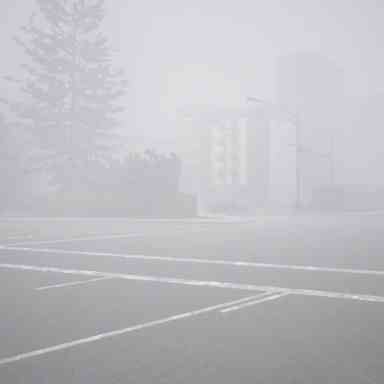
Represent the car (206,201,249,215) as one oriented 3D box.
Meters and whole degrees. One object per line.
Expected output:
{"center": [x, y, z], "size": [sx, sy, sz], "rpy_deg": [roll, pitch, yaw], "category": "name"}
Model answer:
{"center": [3.505, 1.551, 33.338], "size": [1.895, 1.301, 4.718], "rpy_deg": [0, 0, -35], "category": "car"}
